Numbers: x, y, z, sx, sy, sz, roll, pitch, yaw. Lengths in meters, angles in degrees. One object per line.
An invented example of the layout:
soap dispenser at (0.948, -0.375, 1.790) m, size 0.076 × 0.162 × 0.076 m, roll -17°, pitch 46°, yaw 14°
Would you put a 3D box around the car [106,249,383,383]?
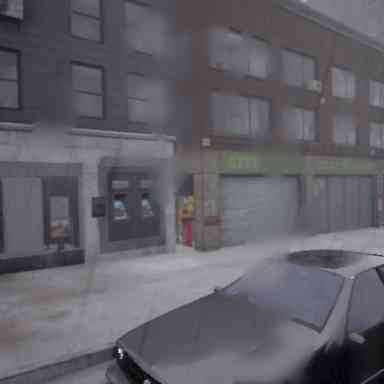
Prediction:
car at (1.735, 1.529, 4.304) m, size 5.357 × 1.411 × 2.033 m, roll 0°, pitch 0°, yaw -35°
